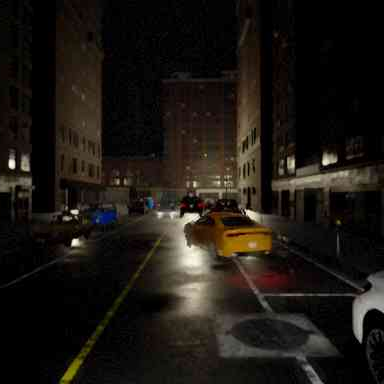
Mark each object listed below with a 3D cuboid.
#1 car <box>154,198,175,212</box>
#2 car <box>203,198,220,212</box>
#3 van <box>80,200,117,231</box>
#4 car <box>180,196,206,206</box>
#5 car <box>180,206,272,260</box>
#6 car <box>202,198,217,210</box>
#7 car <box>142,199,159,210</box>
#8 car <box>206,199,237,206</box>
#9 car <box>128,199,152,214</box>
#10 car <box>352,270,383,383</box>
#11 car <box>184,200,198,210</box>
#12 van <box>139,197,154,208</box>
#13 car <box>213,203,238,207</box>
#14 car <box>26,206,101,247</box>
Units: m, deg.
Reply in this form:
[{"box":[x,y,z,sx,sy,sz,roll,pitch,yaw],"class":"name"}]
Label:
[{"box":[-3.245,1.573,42.499,2.097,1.767,4.553,0,0,0],"class":"car"},{"box":[2.509,1.665,43.007,1.967,1.590,4.097,1,0,0],"class":"car"},{"box":[-5.929,1.435,21.048,1.690,1.788,3.998,1,0,0],"class":"van"},{"box":[-0.036,1.382,32.660,2.150,2.045,5.566,0,0,0],"class":"car"},{"box":[1.145,1.530,12.825,1.882,1.535,5.008,0,0,-18],"class":"car"},{"box":[2.487,1.700,48.490,1.967,1.590,4.097,1,0,0],"class":"car"},{"box":[-6.039,1.805,48.457,1.887,1.381,4.507,1,0,0],"class":"car"},{"box":[2.575,1.439,26.560,2.192,1.841,5.009,1,0,0],"class":"car"},{"box":[-5.996,1.757,37.492,1.947,1.339,4.313,1,0,0],"class":"car"},{"box":[3.099,1.227,1.827,2.150,2.045,5.566,0,0,0],"class":"car"},{"box":[-0.105,1.820,47.907,1.994,1.385,4.181,0,0,1],"class":"car"},{"box":[-6.015,1.567,42.976,1.690,1.788,3.998,1,0,0],"class":"van"},{"box":[2.593,1.644,21.077,2.008,1.369,4.403,1,0,0],"class":"car"},{"box":[-5.908,1.590,15.394,1.752,1.417,4.829,1,0,0],"class":"car"}]
